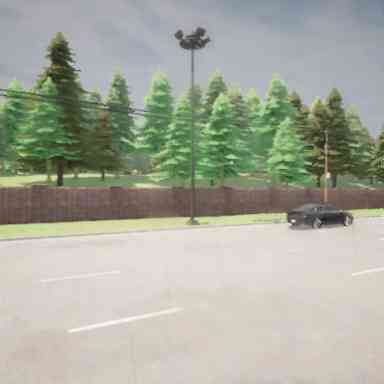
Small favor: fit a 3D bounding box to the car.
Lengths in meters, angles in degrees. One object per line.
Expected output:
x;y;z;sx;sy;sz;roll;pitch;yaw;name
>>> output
8.192;1.476;21.202;4.892;1.490;1.837;-1;0;-30;car
